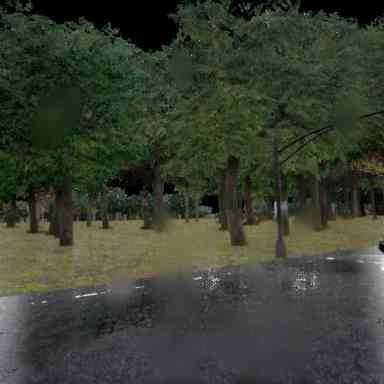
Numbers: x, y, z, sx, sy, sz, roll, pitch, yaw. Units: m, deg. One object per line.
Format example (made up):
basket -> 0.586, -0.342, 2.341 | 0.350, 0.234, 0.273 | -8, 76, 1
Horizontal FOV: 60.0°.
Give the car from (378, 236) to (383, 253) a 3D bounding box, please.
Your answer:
car -> 11.348, 2.355, 16.886 | 4.181, 1.385, 1.994 | 1, -6, -32
